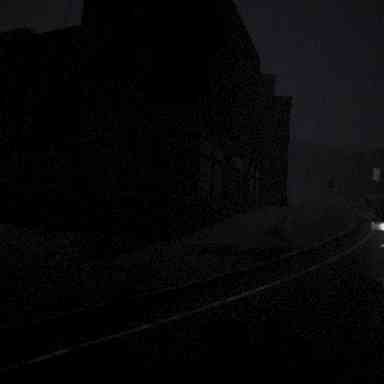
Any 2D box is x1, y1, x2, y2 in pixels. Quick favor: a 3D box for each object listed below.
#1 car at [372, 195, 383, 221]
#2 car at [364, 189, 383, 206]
[{"bbox_3d":[14.011,1.202,23.062,1.812,1.442,4.674,2,2,22],"label":"car"},{"bbox_3d":[21.328,0.665,37.064,2.150,2.045,5.566,3,2,6],"label":"car"}]
